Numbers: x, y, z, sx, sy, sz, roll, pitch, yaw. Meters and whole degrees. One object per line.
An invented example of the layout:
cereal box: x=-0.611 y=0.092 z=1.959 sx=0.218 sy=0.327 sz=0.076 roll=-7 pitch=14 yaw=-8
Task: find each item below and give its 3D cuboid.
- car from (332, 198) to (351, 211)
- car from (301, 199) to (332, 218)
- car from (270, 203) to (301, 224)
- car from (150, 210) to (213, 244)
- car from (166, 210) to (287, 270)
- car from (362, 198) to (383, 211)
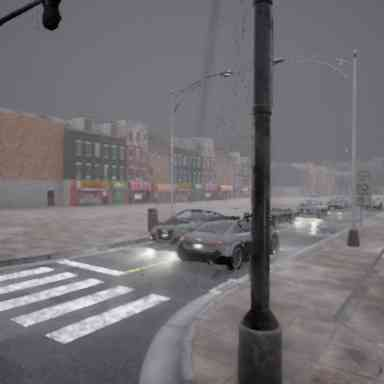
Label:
car: x=16.426 y=1.353 z=37.310 sx=2.033 sy=1.411 sz=5.357 roll=1 pitch=1 yaw=36
car: x=10.349 y=1.405 z=28.773 sx=1.994 sy=1.385 sz=4.181 roll=1 pitch=1 yaw=35
car: x=5.163 y=1.474 z=21.423 sx=1.895 sy=1.301 sz=4.718 roll=1 pitch=1 yaw=35
car: x=0.126 y=1.469 z=14.283 sx=1.994 sy=1.385 sz=4.181 roll=1 pitch=1 yaw=36
car: x=1.342 y=1.500 z=11.045 sx=1.994 sy=1.385 sz=4.181 roll=1 pitch=0 yaw=36
car: x=20.821 y=1.366 z=38.508 sx=2.033 sy=1.411 sz=5.357 roll=1 pitch=1 yaw=35
